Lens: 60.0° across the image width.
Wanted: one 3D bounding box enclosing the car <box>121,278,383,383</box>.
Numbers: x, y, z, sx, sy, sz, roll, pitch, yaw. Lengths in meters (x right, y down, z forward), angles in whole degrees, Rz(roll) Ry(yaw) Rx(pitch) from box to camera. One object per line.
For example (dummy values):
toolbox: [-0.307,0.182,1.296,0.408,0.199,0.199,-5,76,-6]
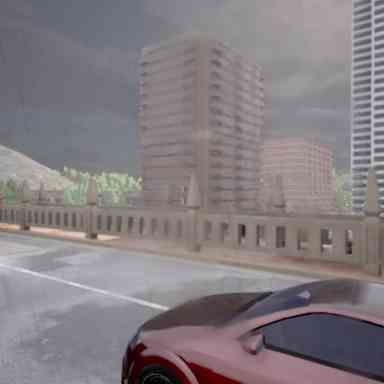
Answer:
car: [1.309,1.563,3.061,4.181,1.385,1.994,0,0,36]
